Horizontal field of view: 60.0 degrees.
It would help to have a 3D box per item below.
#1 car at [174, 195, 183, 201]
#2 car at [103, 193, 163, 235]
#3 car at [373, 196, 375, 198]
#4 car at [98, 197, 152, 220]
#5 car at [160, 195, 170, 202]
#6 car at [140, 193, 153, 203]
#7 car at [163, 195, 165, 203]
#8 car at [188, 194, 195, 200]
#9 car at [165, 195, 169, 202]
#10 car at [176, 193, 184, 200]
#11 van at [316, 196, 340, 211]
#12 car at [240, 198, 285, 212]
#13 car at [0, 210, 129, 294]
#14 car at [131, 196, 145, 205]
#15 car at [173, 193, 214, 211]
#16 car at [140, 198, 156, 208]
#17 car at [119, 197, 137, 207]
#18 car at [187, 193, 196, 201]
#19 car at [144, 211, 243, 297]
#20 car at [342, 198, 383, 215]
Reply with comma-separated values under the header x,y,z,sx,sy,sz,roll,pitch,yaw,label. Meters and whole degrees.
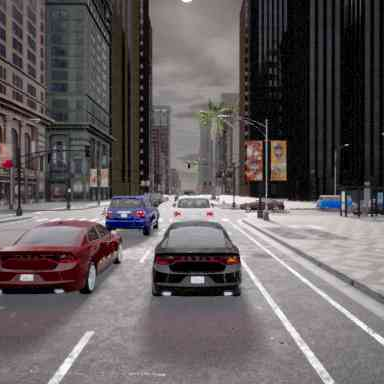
x,y,z,sx,sy,sz,roll,pitch,yaw,label
-3.318,1.496,81.677,1.837,1.490,4.892,0,0,0,car
-3.194,1.221,18.664,2.150,2.045,5.566,0,0,2,car
22.710,1.284,39.846,5.009,1.841,2.192,0,0,0,car
-5.666,1.351,28.758,2.097,1.767,4.553,0,0,29,car
-6.566,1.529,80.654,2.128,1.511,4.902,0,0,0,car
-9.810,1.229,71.911,2.150,2.045,5.566,0,0,0,car
-6.621,1.224,60.388,2.150,2.045,5.566,0,0,1,car
-0.076,1.395,92.516,2.033,1.411,5.357,0,0,0,car
-6.558,1.598,70.459,1.895,1.301,4.718,0,0,0,car
-3.326,1.193,92.067,2.097,1.767,4.553,0,0,0,car
17.033,1.314,39.840,3.998,1.788,1.690,0,0,0,van
7.896,1.464,37.578,5.008,1.535,1.882,0,0,5,car
-3.157,1.477,8.800,1.882,1.535,5.008,0,0,0,car
-9.863,1.528,61.513,1.812,1.442,4.674,0,0,0,car
0.086,1.221,18.607,2.150,2.045,5.566,0,0,0,car
-6.620,1.602,50.620,1.895,1.301,4.718,0,0,-1,car
-9.926,1.493,51.868,2.128,1.511,4.902,0,0,-3,car
-0.068,1.222,82.127,2.150,2.045,5.566,0,0,0,car
0.092,1.477,8.648,1.882,1.535,5.008,0,0,0,car
17.044,1.548,31.316,4.403,1.369,2.008,0,0,0,car
